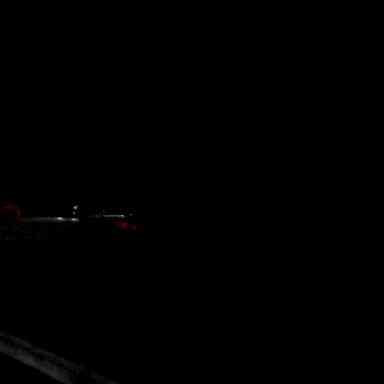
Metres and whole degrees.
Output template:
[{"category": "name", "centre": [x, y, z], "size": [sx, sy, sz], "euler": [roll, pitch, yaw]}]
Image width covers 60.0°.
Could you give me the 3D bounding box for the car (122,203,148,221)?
[{"category": "car", "centre": [-4.029, 1.741, 29.470], "size": [2.128, 1.511, 4.902], "euler": [1, -2, 23]}]

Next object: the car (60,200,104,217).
[{"category": "car", "centre": [-10.605, 1.512, 32.363], "size": [2.097, 1.767, 4.553], "euler": [1, -2, 23]}]

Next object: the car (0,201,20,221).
[{"category": "car", "centre": [-14.465, 1.322, 23.098], "size": [1.882, 1.535, 5.008], "euler": [1, -1, 23]}]

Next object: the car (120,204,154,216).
[{"category": "car", "centre": [-6.763, 2.224, 41.601], "size": [1.895, 1.301, 4.718], "euler": [1, -2, 23]}]
